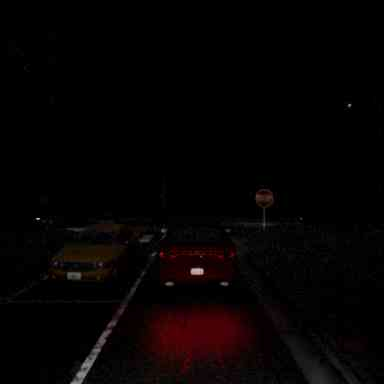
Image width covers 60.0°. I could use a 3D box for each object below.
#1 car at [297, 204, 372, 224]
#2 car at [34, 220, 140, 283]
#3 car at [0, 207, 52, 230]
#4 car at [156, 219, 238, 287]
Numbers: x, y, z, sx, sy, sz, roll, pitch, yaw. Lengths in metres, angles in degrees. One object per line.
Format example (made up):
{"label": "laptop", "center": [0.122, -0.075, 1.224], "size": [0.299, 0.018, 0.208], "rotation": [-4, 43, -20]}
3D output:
{"label": "car", "center": [9.968, 1.549, 23.589], "size": [4.718, 1.301, 1.895], "rotation": [-1, -1, 0]}
{"label": "car", "center": [-2.601, 1.546, 9.788], "size": [1.752, 1.417, 4.829], "rotation": [1, 0, 0]}
{"label": "car", "center": [-11.283, 1.652, 20.640], "size": [4.902, 1.511, 2.128], "rotation": [-1, -1, 0]}
{"label": "car", "center": [0.112, 1.498, 9.400], "size": [1.882, 1.535, 5.008], "rotation": [0, 0, 0]}
